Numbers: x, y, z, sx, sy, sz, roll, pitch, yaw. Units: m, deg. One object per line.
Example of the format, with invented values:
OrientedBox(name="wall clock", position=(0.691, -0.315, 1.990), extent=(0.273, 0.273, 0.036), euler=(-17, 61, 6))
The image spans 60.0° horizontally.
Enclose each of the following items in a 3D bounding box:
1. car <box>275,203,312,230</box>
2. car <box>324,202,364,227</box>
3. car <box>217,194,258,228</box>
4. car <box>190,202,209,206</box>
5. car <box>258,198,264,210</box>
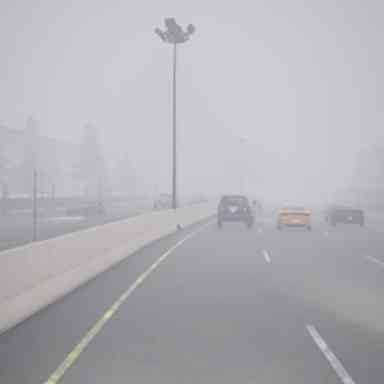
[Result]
OrientedBox(name="car", position=(6.340, 1.448, 20.983), extent=(1.882, 1.535, 5.008), euler=(0, 0, 13))
OrientedBox(name="car", position=(10.455, 1.460, 23.153), extent=(1.882, 1.535, 5.008), euler=(0, 0, 14))
OrientedBox(name="car", position=(3.039, 1.177, 22.271), extent=(2.150, 2.045, 5.566), euler=(0, 0, 13))
OrientedBox(name="car", position=(0.969, 1.436, 43.568), extent=(2.033, 1.411, 5.357), euler=(0, 0, 15))
OrientedBox(name="car", position=(7.856, 1.429, 41.514), extent=(1.837, 1.490, 4.892), euler=(0, 0, 14))
